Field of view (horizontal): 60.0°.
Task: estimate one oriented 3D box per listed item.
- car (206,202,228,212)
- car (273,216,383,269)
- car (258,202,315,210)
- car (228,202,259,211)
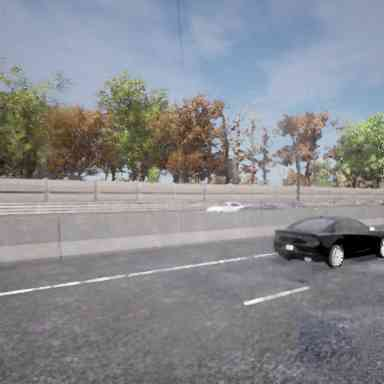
[{"bbox_3d":[3.520,1.708,32.304,4.674,1.442,1.812,1,0,-36],"label":"car"},{"bbox_3d":[5.008,1.566,11.625,5.008,1.535,1.882,1,0,-35],"label":"car"},{"bbox_3d":[8.094,1.680,26.969,4.902,1.511,2.128,1,0,-35],"label":"car"},{"bbox_3d":[6.040,1.679,29.802,4.902,1.511,2.128,1,0,-35],"label":"car"}]
